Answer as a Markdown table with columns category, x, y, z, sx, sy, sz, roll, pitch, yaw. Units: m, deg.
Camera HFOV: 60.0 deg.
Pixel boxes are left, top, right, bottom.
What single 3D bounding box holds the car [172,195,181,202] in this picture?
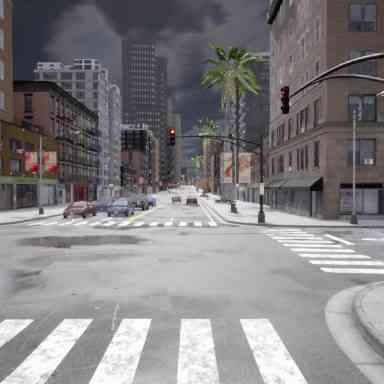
| category | x | y | z | sx | sy | sz | roll | pitch | yaw |
| --- | --- | --- | --- | --- | --- | --- | --- | --- | --- |
| car | -3.300 | 1.440 | 70.931 | 2.128 | 1.511 | 4.902 | 0 | 0 | 0 |

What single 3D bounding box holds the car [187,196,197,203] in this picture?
| category | x | y | z | sx | sy | sz | roll | pitch | yaw |
| --- | --- | --- | --- | --- | --- | --- | --- | --- | --- |
| car | -0.060 | 1.502 | 71.401 | 1.994 | 1.385 | 4.181 | 0 | 0 | 0 |

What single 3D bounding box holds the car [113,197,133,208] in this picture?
| category | x | y | z | sx | sy | sz | roll | pitch | yaw |
| --- | --- | --- | --- | --- | --- | --- | --- | --- | --- |
| car | -9.935 | 1.460 | 48.046 | 1.882 | 1.535 | 5.008 | 0 | 0 | 0 |

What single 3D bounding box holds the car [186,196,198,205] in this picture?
| category | x | y | z | sx | sy | sz | roll | pitch | yaw |
| --- | --- | --- | --- | --- | --- | --- | --- | --- | --- |
| car | -0.009 | 1.446 | 58.295 | 1.882 | 1.535 | 5.008 | 0 | 0 | 0 |

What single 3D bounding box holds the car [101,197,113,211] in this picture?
| category | x | y | z | sx | sy | sz | roll | pitch | yaw |
| --- | --- | --- | --- | --- | --- | --- | --- | --- | --- |
| car | -9.917 | 1.342 | 38.746 | 2.097 | 1.767 | 4.553 | 0 | 0 | 0 |

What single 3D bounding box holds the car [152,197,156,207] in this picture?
| category | x | y | z | sx | sy | sz | roll | pitch | yaw |
| --- | --- | --- | --- | --- | --- | --- | --- | --- | --- |
| car | -6.683 | 1.456 | 51.672 | 1.882 | 1.535 | 5.008 | 0 | 0 | 0 |

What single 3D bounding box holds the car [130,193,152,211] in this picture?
| category | x | y | z | sx | sy | sz | roll | pitch | yaw |
| --- | --- | --- | --- | --- | --- | --- | --- | --- | --- |
| car | -6.671 | 1.210 | 41.230 | 2.150 | 2.045 | 5.566 | 0 | 0 | 0 |

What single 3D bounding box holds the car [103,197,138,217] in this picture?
| category | x | y | z | sx | sy | sz | roll | pitch | yaw |
| --- | --- | --- | --- | --- | --- | --- | --- | --- | --- |
| car | -6.660 | 1.518 | 31.530 | 1.812 | 1.442 | 4.674 | 0 | 0 | 0 |

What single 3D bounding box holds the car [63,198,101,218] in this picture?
| category | x | y | z | sx | sy | sz | roll | pitch | yaw |
| --- | --- | --- | --- | --- | --- | --- | --- | --- | --- |
| car | -9.903 | 1.519 | 29.731 | 1.812 | 1.442 | 4.674 | 0 | 0 | 0 |

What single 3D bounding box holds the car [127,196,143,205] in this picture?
| category | x | y | z | sx | sy | sz | roll | pitch | yaw |
| --- | --- | --- | --- | --- | --- | --- | --- | --- | --- |
| car | -9.922 | 1.446 | 58.444 | 1.882 | 1.535 | 5.008 | 0 | 0 | 0 |
